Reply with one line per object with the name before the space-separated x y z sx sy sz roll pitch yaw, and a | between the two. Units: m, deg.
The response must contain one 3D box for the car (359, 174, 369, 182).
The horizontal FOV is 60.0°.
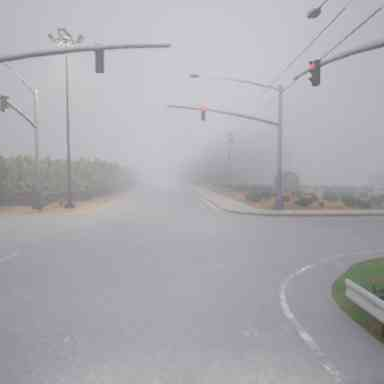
car | 41.722 -3.287 79.954 1.905 1.878 3.866 10 11 40
